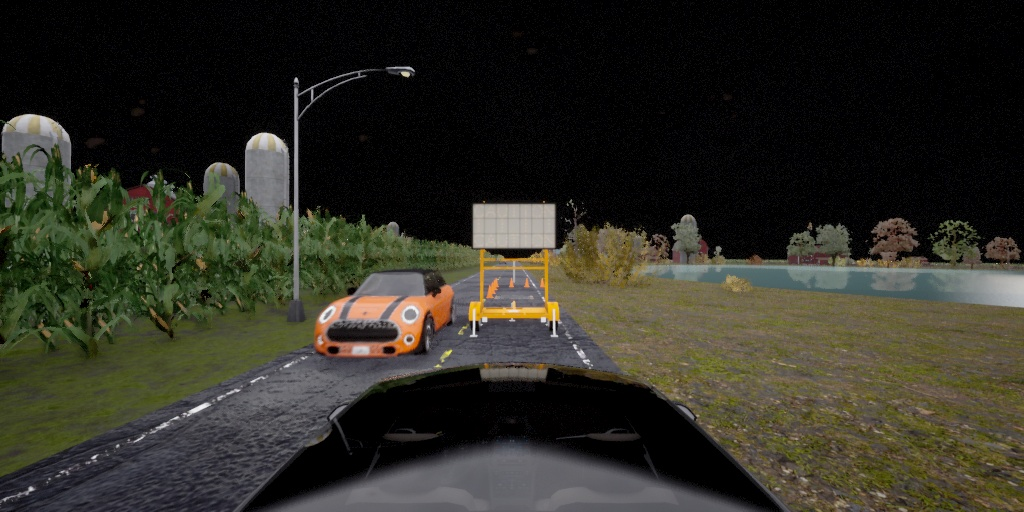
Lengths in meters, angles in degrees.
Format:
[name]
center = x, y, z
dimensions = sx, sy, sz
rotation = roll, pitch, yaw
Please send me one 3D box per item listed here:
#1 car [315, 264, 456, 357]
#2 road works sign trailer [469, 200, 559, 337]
[car]
center = -2.701, 1.104, 8.682
dimensions = 2.097, 1.767, 4.553
rotation = 0, 0, 0
[road works sign trailer]
center = 0.061, 0.217, 10.274
dimensions = 2.380, 3.560, 2.880
rotation = 0, 0, 0
